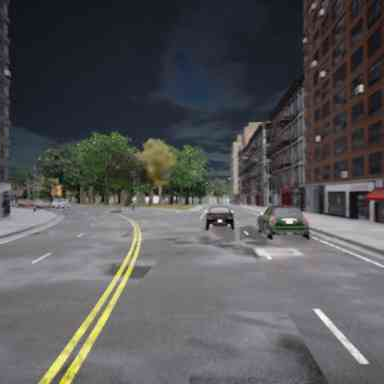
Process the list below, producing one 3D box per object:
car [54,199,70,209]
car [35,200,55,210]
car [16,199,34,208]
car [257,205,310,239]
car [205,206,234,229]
[{"bbox_3d":[-27.269,2.476,69.341,2.150,2.045,5.566,0,-1,-39],"label":"car"},{"bbox_3d":[-29.804,2.788,67.309,1.812,1.442,4.674,0,-1,-39],"label":"car"},{"bbox_3d":[-39.790,2.749,79.568,2.150,2.045,5.566,0,-1,-39],"label":"car"},{"bbox_3d":[4.863,1.509,18.288,2.097,1.767,4.553,-1,-1,4],"label":"car"},{"bbox_3d":[1.937,1.739,23.657,1.882,1.535,5.008,-1,-1,4],"label":"car"}]
